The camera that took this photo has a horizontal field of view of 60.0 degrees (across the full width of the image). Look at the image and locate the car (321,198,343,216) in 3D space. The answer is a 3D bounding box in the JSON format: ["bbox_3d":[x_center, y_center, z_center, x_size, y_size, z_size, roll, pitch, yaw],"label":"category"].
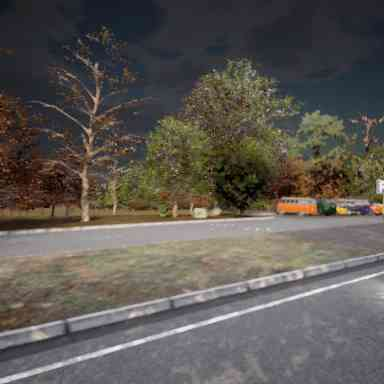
[{"bbox_3d":[13.757,1.669,38.170,2.435,2.045,5.566,2,-1,-35],"label":"car"}]

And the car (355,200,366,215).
[{"bbox_3d":[18.277,2.098,41.347,2.231,1.521,4.892,2,-1,-35],"label":"car"}]

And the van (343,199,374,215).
[{"bbox_3d":[20.467,1.964,43.059,1.878,1.987,4.442,2,-1,-35],"label":"van"}]

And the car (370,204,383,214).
[{"bbox_3d":[29.553,2.560,49.380,2.231,1.521,4.892,2,-1,-35],"label":"car"}]

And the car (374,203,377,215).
[{"bbox_3d":[22.805,2.156,44.542,2.185,1.767,4.553,2,-1,-35],"label":"car"}]

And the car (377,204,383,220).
[{"bbox_3d":[16.770,1.767,23.996,1.946,1.575,5.366,2,-1,-35],"label":"car"}]

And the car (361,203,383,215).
[{"bbox_3d":[27.297,2.466,47.774,2.097,1.535,5.008,2,-1,-35],"label":"car"}]

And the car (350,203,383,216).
[{"bbox_3d":[24.940,2.370,46.095,2.097,1.535,5.008,2,-1,-35],"label":"car"}]

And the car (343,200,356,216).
[{"bbox_3d":[16.128,2.004,39.597,1.946,1.575,5.366,2,-1,-35],"label":"car"}]

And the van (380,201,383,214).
[{"bbox_3d":[31.742,2.426,51.091,1.878,1.987,4.442,2,-1,-35],"label":"van"}]

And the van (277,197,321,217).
[{"bbox_3d":[11.349,1.615,36.565,1.878,1.987,4.442,2,-1,-35],"label":"van"}]
